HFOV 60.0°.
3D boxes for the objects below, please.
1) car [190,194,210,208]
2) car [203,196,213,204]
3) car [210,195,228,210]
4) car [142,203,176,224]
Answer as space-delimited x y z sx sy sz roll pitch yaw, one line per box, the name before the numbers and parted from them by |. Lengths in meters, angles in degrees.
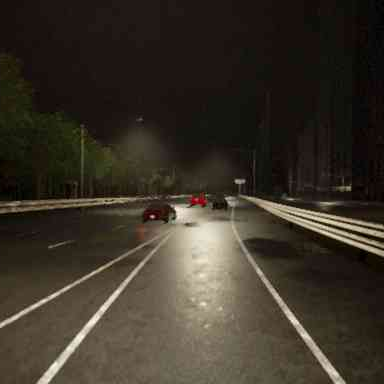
car | 1.017 1.288 50.696 2.150 2.045 5.566 1 0 7
car | 3.332 1.621 68.513 1.837 1.490 4.892 1 0 7
car | 3.871 1.564 45.105 1.882 1.535 5.008 0 0 8
car | -2.391 1.531 24.880 1.812 1.442 4.674 0 0 8
